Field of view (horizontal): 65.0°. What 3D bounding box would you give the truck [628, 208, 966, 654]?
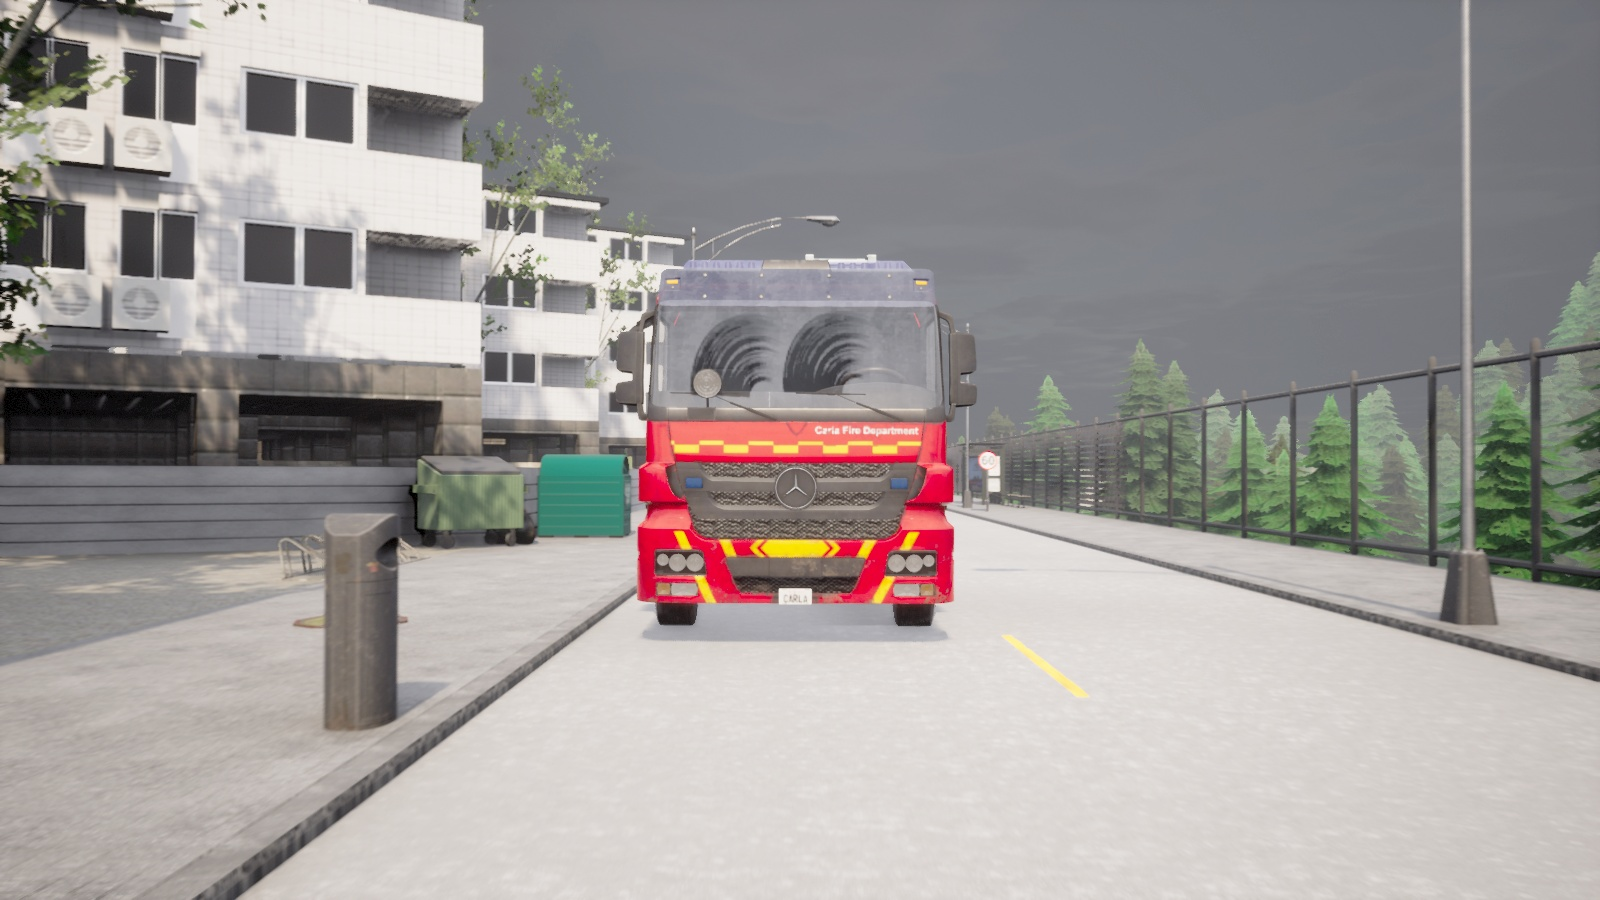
[{"bbox_3d":[-0.043,-0.098,15.028,2.891,3.827,8.468,0,-1,0],"label":"truck"}]
